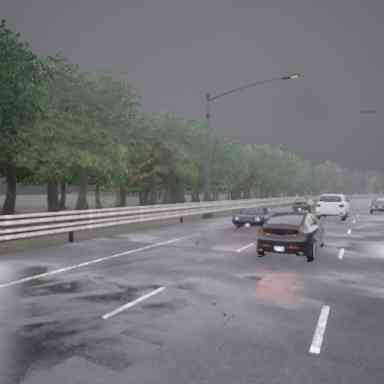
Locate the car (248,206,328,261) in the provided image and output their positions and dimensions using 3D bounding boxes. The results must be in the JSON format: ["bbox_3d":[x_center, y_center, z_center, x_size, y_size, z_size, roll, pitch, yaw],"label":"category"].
[{"bbox_3d":[3.788,1.488,12.436,1.837,1.490,4.892,0,0,27],"label":"car"}]

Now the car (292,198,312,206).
[{"bbox_3d":[11.915,1.460,35.196,1.837,1.490,4.892,0,0,29],"label":"car"}]

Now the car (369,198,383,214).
[{"bbox_3d":[19.303,1.514,34.128,2.033,1.411,5.357,0,0,29],"label":"car"}]

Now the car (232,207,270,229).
[{"bbox_3d":[4.193,1.570,20.887,1.895,1.301,4.718,0,0,28],"label":"car"}]

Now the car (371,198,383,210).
[{"bbox_3d":[24.356,1.489,43.172,1.812,1.442,4.674,0,0,31],"label":"car"}]

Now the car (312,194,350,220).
[{"bbox_3d":[11.756,1.189,27.636,2.150,2.045,5.566,0,0,28],"label":"car"}]
